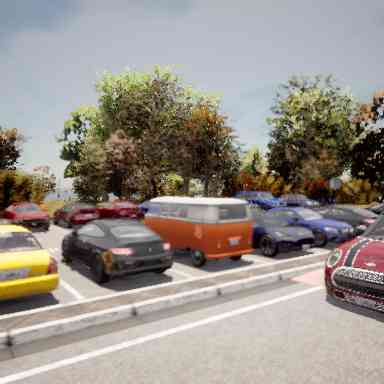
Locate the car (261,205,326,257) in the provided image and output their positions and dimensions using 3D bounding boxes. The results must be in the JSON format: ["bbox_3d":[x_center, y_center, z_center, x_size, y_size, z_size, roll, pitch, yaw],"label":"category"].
[{"bbox_3d":[2.323,1.402,12.768,2.163,1.488,4.792,-1,0,-36],"label":"car"}]

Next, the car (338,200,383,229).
[{"bbox_3d":[11.477,1.276,19.396,2.097,1.535,5.008,-1,0,-36],"label":"car"}]

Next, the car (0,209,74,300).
[{"bbox_3d":[-4.680,1.440,7.986,1.946,1.575,5.366,-1,0,-36],"label":"car"}]

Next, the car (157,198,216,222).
[{"bbox_3d":[-0.522,1.326,26.242,2.231,1.521,4.892,-1,0,-36],"label":"car"}]

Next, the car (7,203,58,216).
[{"bbox_3d":[-9.790,1.420,19.572,2.097,1.535,5.008,-1,0,-36],"label":"car"}]

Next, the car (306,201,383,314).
[{"bbox_3d":[4.848,1.131,7.129,4.553,1.767,2.097,-7,4,-35],"label":"car"}]

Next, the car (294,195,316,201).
[{"bbox_3d":[10.969,1.061,34.457,2.185,1.767,4.553,0,0,-36],"label":"car"}]

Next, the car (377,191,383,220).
[{"bbox_3d":[16.074,0.970,22.680,2.435,2.045,5.566,-1,0,-36],"label":"car"}]

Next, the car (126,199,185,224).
[{"bbox_3d":[-2.812,1.349,24.590,2.097,1.535,5.008,-1,0,-36],"label":"car"}]

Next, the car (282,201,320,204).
[{"bbox_3d":[6.892,1.366,16.094,2.002,1.452,4.674,-1,0,-36],"label":"car"}]

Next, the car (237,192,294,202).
[{"bbox_3d":[6.259,0.999,31.105,2.435,2.045,5.566,-1,0,-36],"label":"car"}]

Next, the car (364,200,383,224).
[{"bbox_3d":[13.770,1.289,21.051,2.002,1.452,4.674,-1,0,-36],"label":"car"}]

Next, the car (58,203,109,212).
[{"bbox_3d":[-7.413,1.425,21.316,2.163,1.488,4.792,-1,0,-36],"label":"car"}]

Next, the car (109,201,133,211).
[{"bbox_3d":[-5.102,1.372,22.939,2.097,1.535,5.008,-1,0,-36],"label":"car"}]

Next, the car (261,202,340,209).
[{"bbox_3d":[4.596,1.389,14.446,2.002,1.452,4.674,-1,0,-36],"label":"car"}]

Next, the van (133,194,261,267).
[{"bbox_3d":[-0.057,1.170,11.233,1.878,1.987,4.442,-1,0,-36],"label":"van"}]

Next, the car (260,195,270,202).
[{"bbox_3d":[4.051,1.277,29.555,2.231,1.521,4.892,-1,0,-36],"label":"car"}]

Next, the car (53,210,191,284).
[{"bbox_3d":[-2.277,1.460,9.486,2.002,1.452,4.674,-1,0,-36],"label":"car"}]
